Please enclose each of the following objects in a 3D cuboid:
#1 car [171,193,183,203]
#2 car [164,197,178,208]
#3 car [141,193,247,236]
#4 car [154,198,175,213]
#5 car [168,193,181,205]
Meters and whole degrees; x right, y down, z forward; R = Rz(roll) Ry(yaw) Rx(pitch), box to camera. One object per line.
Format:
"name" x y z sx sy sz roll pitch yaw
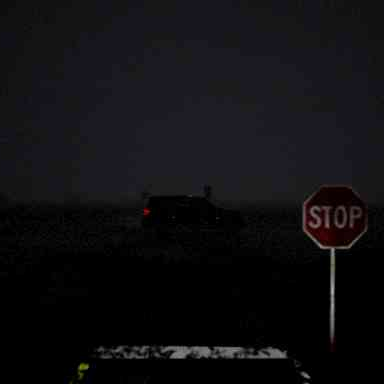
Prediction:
"car" -3.078 1.220 69.337 2.150 2.045 5.566 0 0 0
"car" -3.040 1.515 48.403 1.812 1.442 4.674 0 0 0
"car" 0.097 1.210 17.866 5.566 2.045 2.150 0 0 0
"car" -3.045 1.466 37.425 1.882 1.535 5.008 0 0 1
"car" -3.039 1.214 58.851 2.150 2.045 5.566 0 0 0
